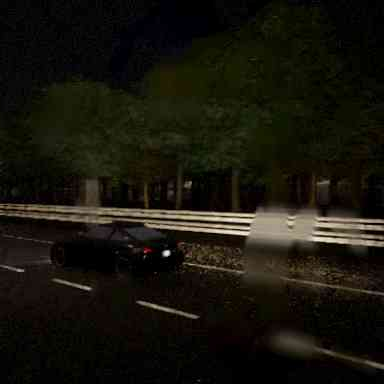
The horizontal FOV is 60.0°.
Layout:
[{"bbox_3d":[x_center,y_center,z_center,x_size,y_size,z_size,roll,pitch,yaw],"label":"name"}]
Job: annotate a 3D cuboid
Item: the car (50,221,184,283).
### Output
[{"bbox_3d":[-2.294,1.568,9.800,4.181,1.385,1.994,0,0,35],"label":"car"}]
